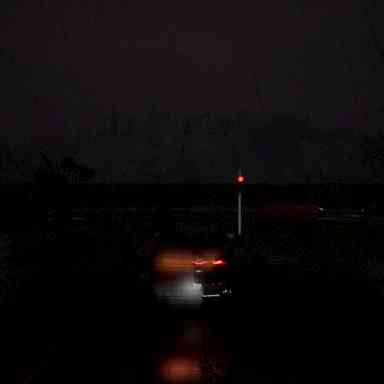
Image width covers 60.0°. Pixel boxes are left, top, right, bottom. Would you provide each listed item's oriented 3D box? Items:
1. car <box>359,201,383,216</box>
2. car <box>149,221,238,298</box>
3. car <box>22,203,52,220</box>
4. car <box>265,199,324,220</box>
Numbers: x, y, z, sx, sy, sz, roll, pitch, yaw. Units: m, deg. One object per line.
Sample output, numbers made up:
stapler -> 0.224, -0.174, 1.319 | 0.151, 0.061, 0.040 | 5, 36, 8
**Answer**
car -> 18.203, 1.564, 31.591 | 4.181, 1.385, 1.994 | 0, 0, 0
car -> 0.053, 1.505, 8.512 | 1.837, 1.490, 4.892 | 0, 0, 1
car -> -13.716, 1.564, 27.371 | 4.181, 1.385, 1.994 | 0, 0, 0
car -> 8.428, 1.352, 27.384 | 4.553, 1.767, 2.097 | 0, 0, 0
